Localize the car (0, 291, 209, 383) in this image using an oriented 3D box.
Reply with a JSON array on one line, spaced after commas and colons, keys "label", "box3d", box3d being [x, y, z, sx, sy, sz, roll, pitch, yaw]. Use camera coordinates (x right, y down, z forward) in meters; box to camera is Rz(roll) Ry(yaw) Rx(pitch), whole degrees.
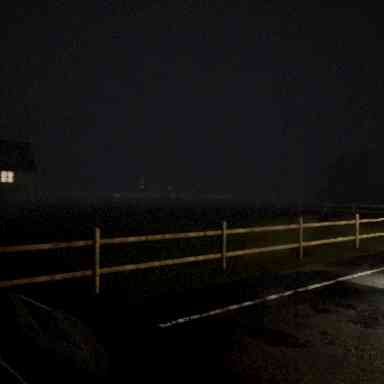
[{"label": "car", "box3d": [-2.265, 1.596, 2.327, 4.718, 1.301, 1.895, 1, 0, -35]}]
